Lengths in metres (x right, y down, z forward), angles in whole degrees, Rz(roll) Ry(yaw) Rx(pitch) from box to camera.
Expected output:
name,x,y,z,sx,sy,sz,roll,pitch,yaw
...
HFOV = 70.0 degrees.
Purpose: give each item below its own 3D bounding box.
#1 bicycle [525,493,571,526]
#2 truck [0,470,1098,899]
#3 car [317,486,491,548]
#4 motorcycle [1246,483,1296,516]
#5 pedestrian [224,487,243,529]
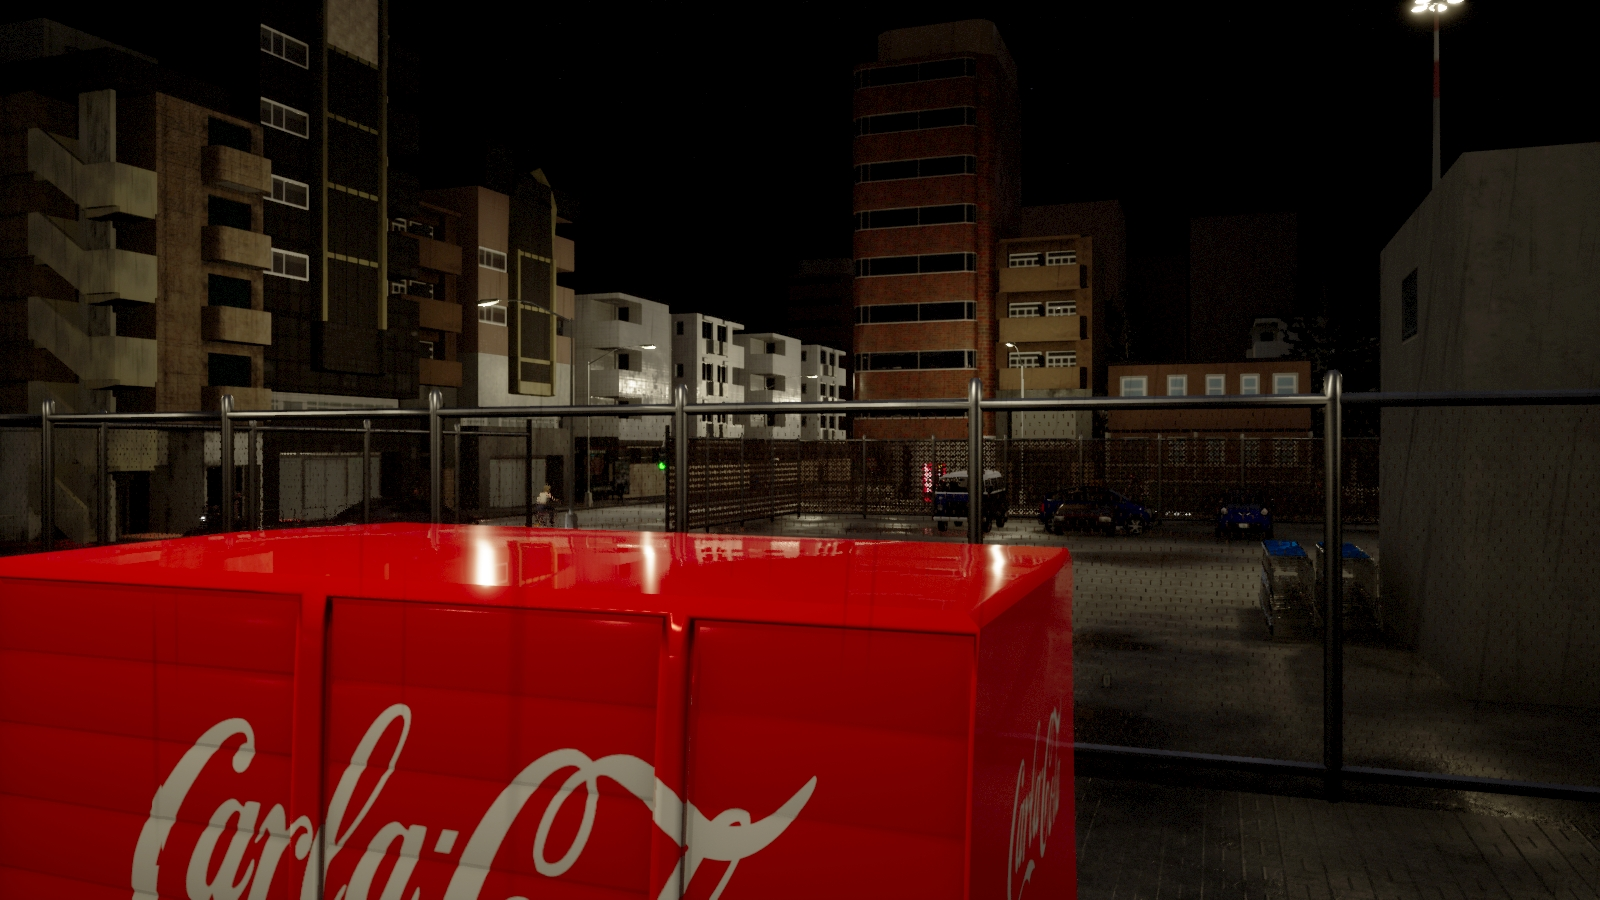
name,x,y,z,sx,sy,sz,roll,pitch,yaw
bicycle,-8.717,2.045,39.573,0.859,1.080,1.487,0,0,20
truck,-1.648,1.349,4.450,5.204,2.467,2.627,0,0,20
car,-11.249,1.851,32.840,2.163,1.488,4.792,0,0,20
motorcycle,18.654,1.962,45.308,1.805,1.236,0.856,0,0,20
pedestrian,-17.816,1.815,35.910,0.375,1.300,0.375,0,0,22
